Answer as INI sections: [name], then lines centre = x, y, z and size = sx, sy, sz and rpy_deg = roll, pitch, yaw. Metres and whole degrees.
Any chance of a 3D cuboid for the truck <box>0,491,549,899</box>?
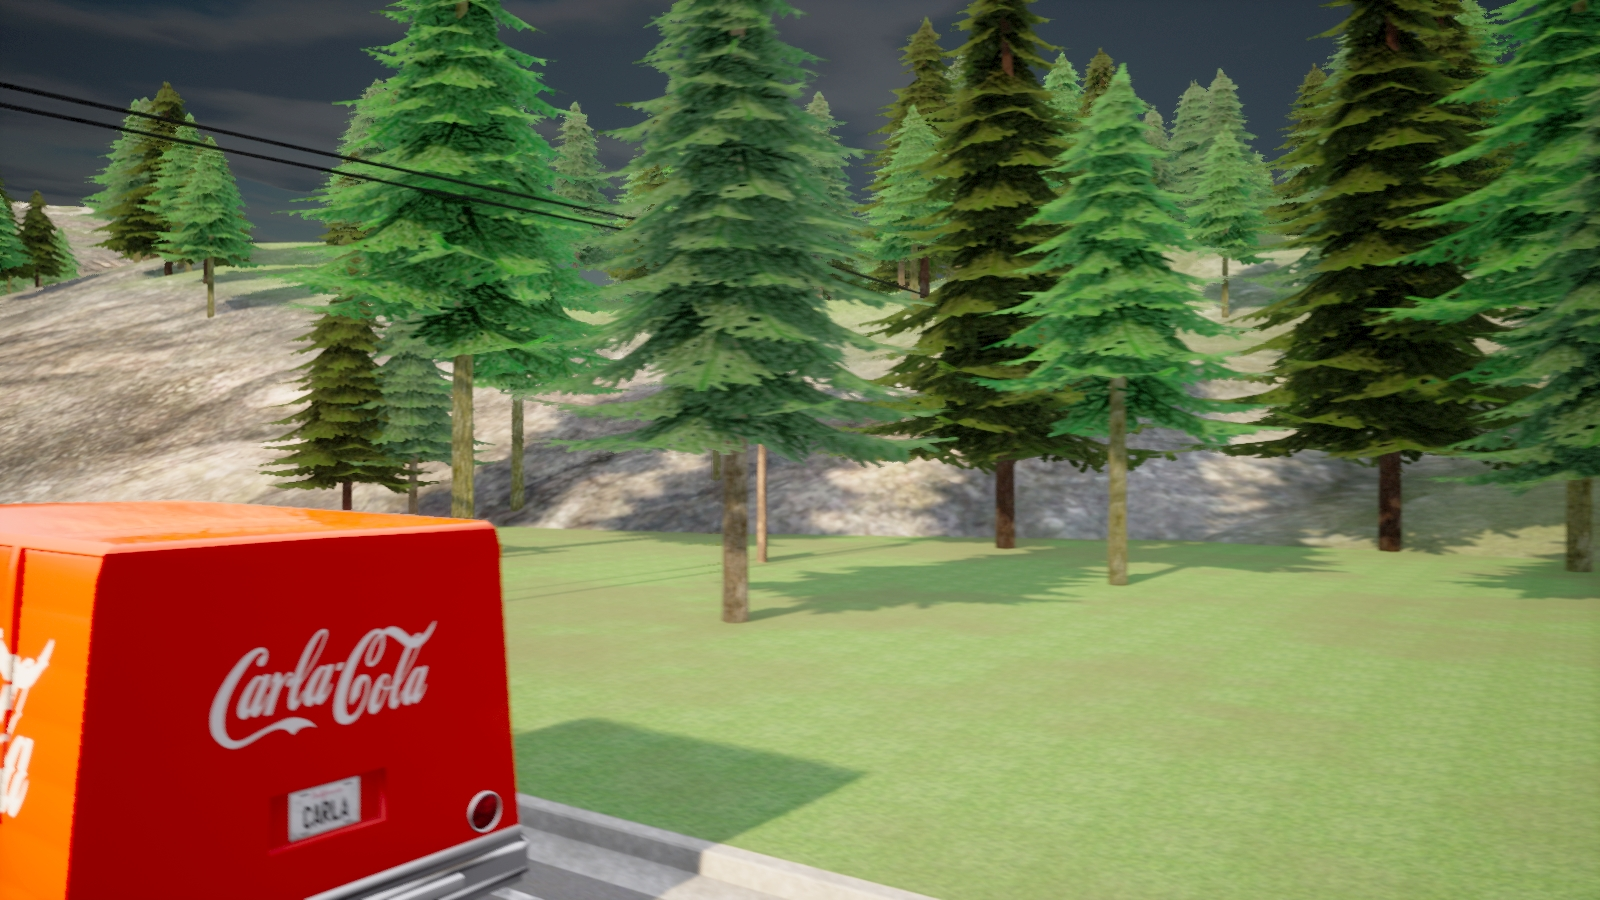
[truck]
centre = -4.290, 1.566, 6.768
size = 5.204, 2.467, 2.627
rpy_deg = 0, 0, 34
